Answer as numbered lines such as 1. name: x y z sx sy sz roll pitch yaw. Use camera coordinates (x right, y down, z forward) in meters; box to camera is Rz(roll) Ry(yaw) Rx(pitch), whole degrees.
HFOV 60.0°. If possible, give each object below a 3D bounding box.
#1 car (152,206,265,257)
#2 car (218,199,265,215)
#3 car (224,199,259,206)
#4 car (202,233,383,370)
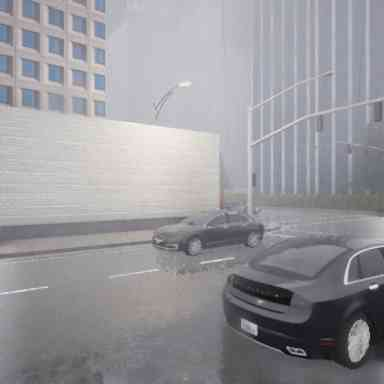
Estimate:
1. car: 0.779 1.505 13.143 4.892 1.490 1.837 0 0 -35
2. car: 5.157 1.547 35.386 2.128 1.511 4.902 0 0 -36
3. car: 3.592 1.603 31.555 2.033 1.411 5.357 0 0 -36
4. car: 2.727 1.506 5.740 4.892 1.490 1.837 0 0 -35
